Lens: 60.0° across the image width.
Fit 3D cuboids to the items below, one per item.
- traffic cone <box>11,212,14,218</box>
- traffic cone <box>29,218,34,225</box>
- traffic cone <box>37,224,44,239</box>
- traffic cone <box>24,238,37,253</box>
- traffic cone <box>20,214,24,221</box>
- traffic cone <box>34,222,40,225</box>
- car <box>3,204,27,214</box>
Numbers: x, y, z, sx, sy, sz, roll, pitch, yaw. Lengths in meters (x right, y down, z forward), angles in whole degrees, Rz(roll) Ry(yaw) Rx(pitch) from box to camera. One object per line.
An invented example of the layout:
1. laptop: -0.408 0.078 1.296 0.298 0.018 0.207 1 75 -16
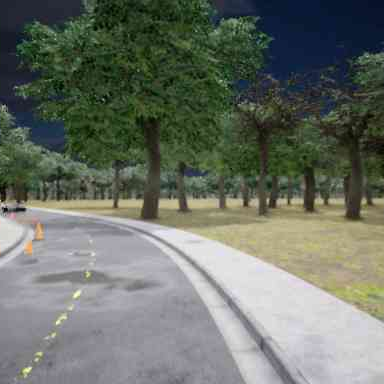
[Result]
1. traffic cone: -18.468 2.386 34.236 0.340 0.580 0.340 0 -1 -37
2. traffic cone: -12.642 2.287 26.289 0.340 0.580 0.340 0 -1 -33
3. traffic cone: -8.174 2.188 17.885 0.340 0.580 0.340 0 -1 -23
4. traffic cone: -6.553 2.137 13.404 0.340 0.580 0.340 0 -1 -17
5. traffic cone: -15.478 2.336 30.229 0.340 0.580 0.340 0 -1 -37
6. traffic cone: -10.209 2.239 22.193 0.340 0.580 0.340 0 -1 -28
7. car: -22.944 2.140 43.044 1.895 1.301 4.718 1 -1 -41
